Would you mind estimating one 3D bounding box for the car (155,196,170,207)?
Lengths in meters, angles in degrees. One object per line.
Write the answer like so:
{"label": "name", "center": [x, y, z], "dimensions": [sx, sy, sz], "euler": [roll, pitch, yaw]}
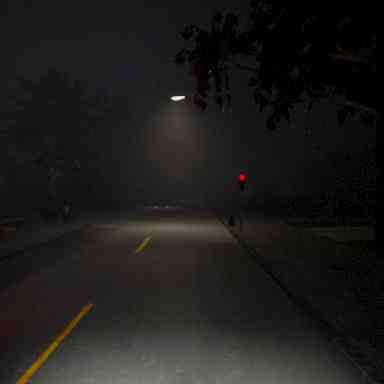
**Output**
{"label": "car", "center": [-4.008, 1.242, 45.730], "dimensions": [1.812, 1.442, 4.674], "euler": [0, 1, 0]}
